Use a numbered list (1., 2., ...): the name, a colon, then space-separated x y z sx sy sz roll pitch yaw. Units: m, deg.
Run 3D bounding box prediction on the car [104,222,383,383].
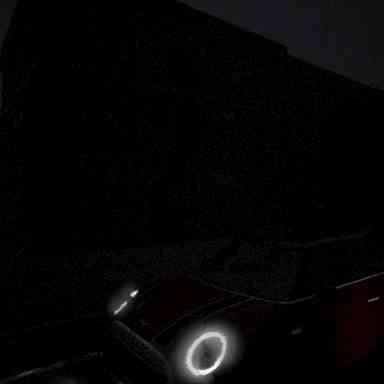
1. car: 1.186 1.361 4.538 4.553 1.767 2.097 0 0 -36
